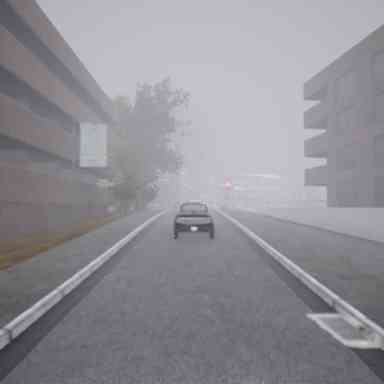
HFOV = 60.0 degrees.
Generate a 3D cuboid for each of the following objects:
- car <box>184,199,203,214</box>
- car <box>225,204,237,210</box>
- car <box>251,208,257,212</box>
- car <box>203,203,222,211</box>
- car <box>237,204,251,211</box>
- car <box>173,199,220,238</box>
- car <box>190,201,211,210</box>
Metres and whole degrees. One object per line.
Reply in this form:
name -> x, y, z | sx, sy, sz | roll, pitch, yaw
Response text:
car -> 0.195, 1.406, 33.833 | 1.812, 1.442, 4.674 | 0, -1, 1
car -> 7.812, 3.783, 80.063 | 2.185, 1.767, 4.553 | 7, -5, -30
car -> 13.642, 4.509, 81.311 | 1.946, 1.575, 5.366 | 7, -5, -30
car -> 4.839, 3.524, 79.567 | 2.185, 1.767, 4.553 | 5, -5, -31
car -> 10.809, 3.960, 80.620 | 2.435, 2.045, 5.566 | 8, -5, -30
car -> 0.095, 1.314, 16.479 | 2.128, 1.511, 4.902 | 0, 1, 0
car -> 1.960, 3.222, 78.982 | 2.435, 2.045, 5.566 | 2, -4, -30
